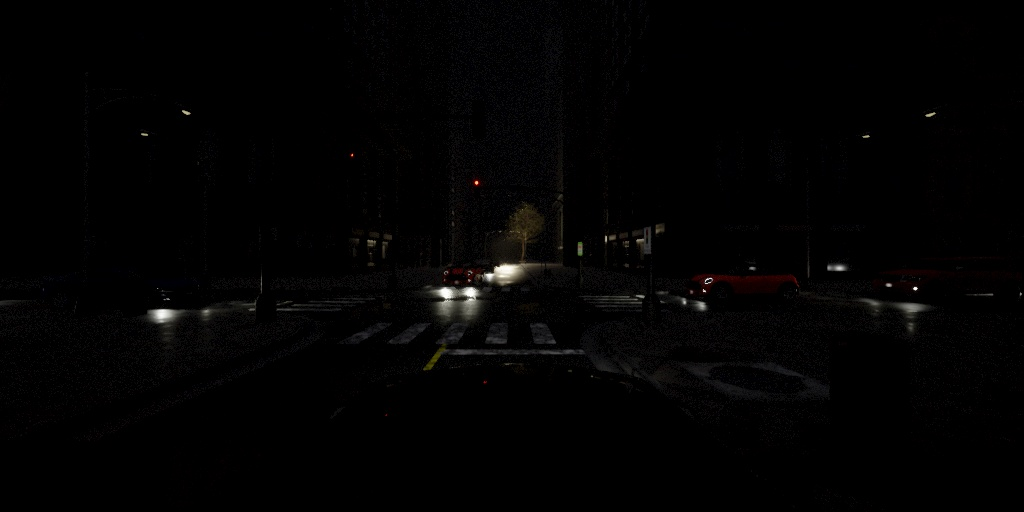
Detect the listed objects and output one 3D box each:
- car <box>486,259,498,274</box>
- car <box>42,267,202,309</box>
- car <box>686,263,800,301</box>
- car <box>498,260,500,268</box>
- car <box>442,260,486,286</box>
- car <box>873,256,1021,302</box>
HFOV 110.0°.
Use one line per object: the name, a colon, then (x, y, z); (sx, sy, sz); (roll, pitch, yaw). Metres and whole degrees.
car: (-3.071, 1.320, 41.684); (1.994, 1.385, 4.181); (0, 0, 0)
car: (-14.903, 1.177, 13.863); (5.008, 1.535, 1.882); (0, 0, 2)
car: (10.789, 1.138, 17.048); (4.553, 1.767, 2.097); (0, 0, 0)
car: (-2.996, 1.256, 60.135); (1.882, 1.535, 5.008); (0, 0, 1)
car: (-3.344, 1.102, 24.949); (2.097, 1.767, 4.553); (0, 0, 4)
car: (20.690, 1.038, 17.034); (5.566, 2.045, 2.150); (0, 0, 1)
